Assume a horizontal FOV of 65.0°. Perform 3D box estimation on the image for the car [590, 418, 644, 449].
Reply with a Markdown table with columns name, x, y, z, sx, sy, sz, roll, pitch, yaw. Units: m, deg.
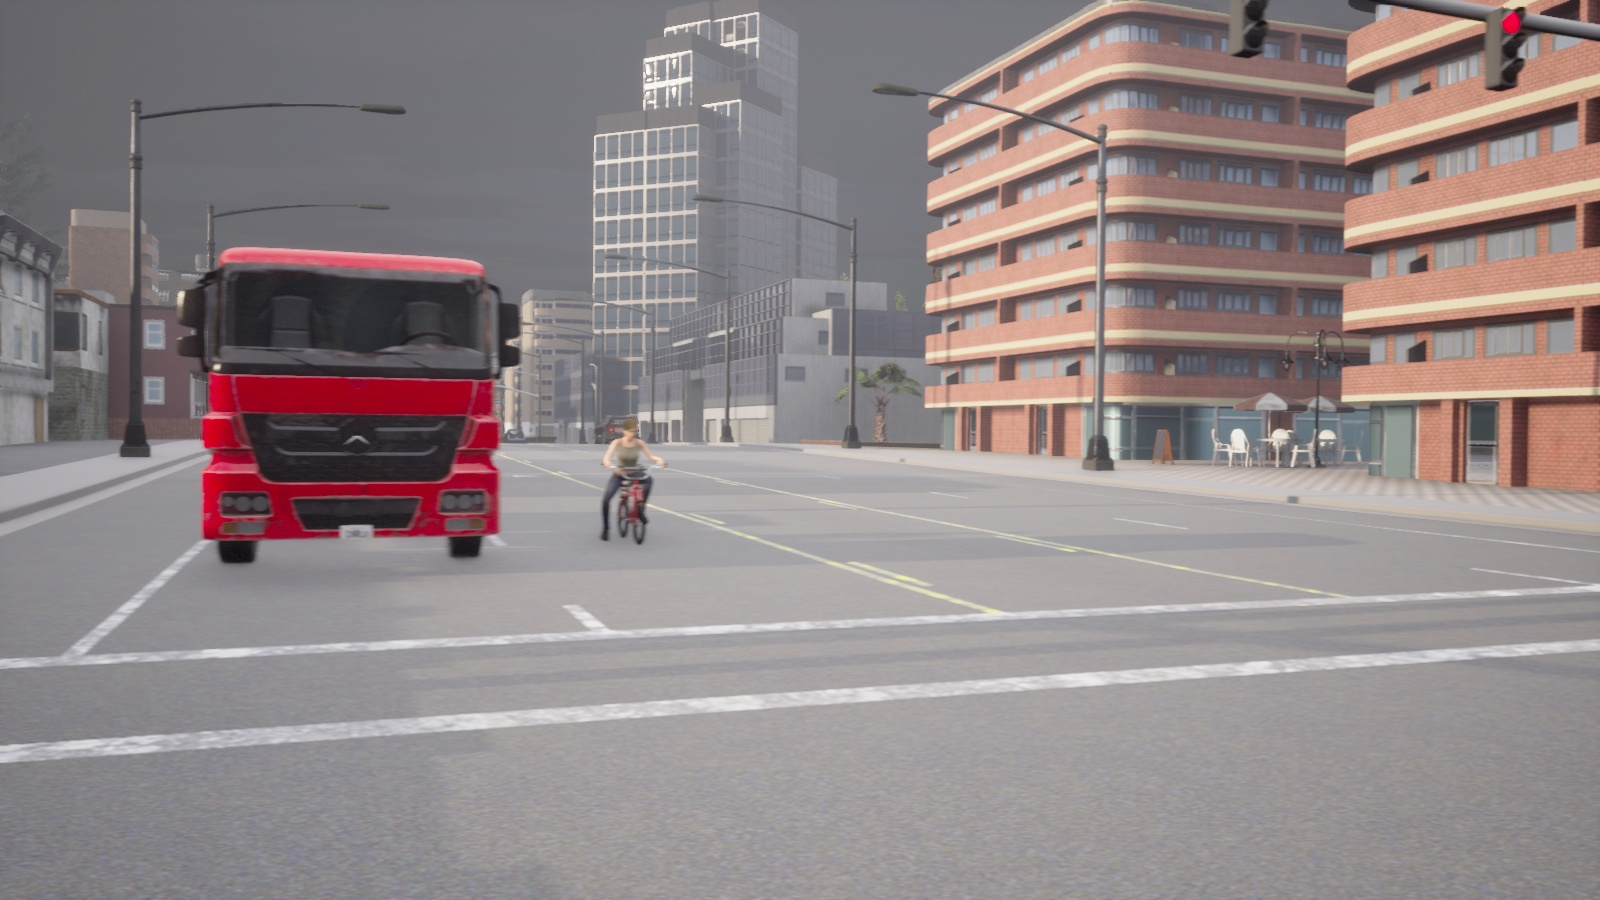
| name | x | y | z | sx | sy | sz | roll | pitch | yaw |
| --- | --- | --- | --- | --- | --- | --- | --- | --- | --- |
| car | -10.351 | -0.904 | 70.705 | 2.033 | 1.649 | 4.856 | -1 | 0 | -20 |

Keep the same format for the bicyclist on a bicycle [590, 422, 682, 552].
| name | x | y | z | sx | sy | sz | roll | pitch | yaw |
| --- | --- | --- | --- | --- | --- | --- | --- | --- | --- |
| bicyclist on a bicycle | -2.170 | 0.442 | 16.486 | 0.866 | 1.612 | 1.509 | -1 | 2 | -20 |

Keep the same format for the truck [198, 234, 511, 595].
| name | x | y | z | sx | sy | sz | roll | pitch | yaw |
| --- | --- | --- | --- | --- | --- | --- | --- | --- | --- |
| truck | -5.756 | -0.441 | 16.261 | 2.891 | 3.462 | 7.936 | -1 | 2 | -20 |
